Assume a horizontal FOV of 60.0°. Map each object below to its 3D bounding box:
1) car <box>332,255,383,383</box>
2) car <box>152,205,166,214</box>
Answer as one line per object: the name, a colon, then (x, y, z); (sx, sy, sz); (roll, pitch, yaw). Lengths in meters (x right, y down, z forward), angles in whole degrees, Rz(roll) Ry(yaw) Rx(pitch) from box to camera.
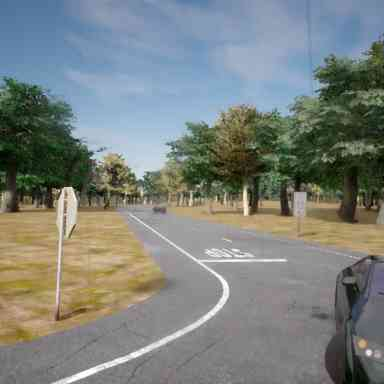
car: (3.089, 1.642, 4.595); (1.994, 1.385, 4.181); (1, -1, 22)
car: (-5.602, 2.963, 56.870); (1.882, 1.535, 5.008); (3, -2, -14)
